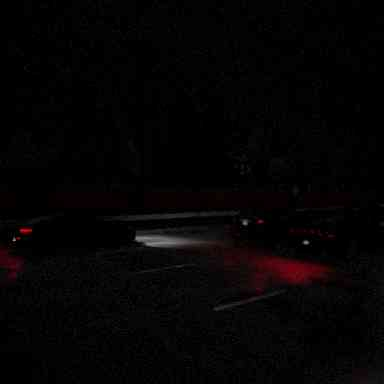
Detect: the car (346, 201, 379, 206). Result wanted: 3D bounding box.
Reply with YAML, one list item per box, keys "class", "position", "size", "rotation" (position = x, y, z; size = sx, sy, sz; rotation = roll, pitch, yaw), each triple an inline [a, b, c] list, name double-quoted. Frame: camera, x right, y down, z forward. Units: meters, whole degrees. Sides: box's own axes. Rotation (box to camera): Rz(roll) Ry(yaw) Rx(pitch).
- class: "car"
  position: [14.036, 1.503, 26.919]
  size: [4.892, 1.490, 1.837]
  rotation: [1, 0, -36]

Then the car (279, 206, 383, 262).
- class: "car"
  position: [5.672, 1.477, 12.187]
  size: [5.008, 1.535, 1.882]
  rotation: [0, 0, -36]

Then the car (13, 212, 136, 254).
- class: "car"
  position: [-4.570, 1.526, 13.408]
  size: [4.674, 1.442, 1.812]
  rotation: [0, 0, -36]

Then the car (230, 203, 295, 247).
- class: "car"
  position: [3.954, 1.351, 15.268]
  size: [4.553, 1.767, 2.097]
  rotation: [0, 0, -36]
